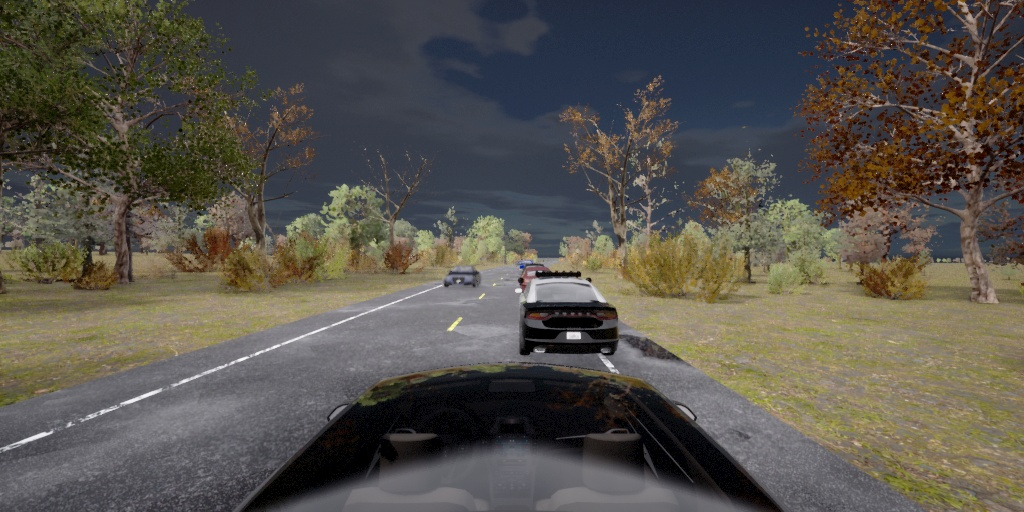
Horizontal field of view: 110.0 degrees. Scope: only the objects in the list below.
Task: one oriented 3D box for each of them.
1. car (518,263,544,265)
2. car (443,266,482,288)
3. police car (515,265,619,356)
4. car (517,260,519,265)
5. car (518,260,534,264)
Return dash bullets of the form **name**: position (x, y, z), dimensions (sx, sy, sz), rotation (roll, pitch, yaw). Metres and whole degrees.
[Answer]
- **car**: position (1.324, 1.281, 18.645), dimensions (1.812, 1.442, 4.674), rotation (0, 0, 2)
- **car**: position (-3.137, 1.323, 23.477), dimensions (1.994, 1.385, 4.181), rotation (0, 0, 2)
- **police car**: position (1.107, 1.177, 8.802), dimensions (1.930, 1.638, 5.238), rotation (0, 0, 1)
- **car**: position (2.106, 1.313, 50.363), dimensions (1.882, 1.535, 5.008), rotation (0, 0, 5)
- **car**: position (1.531, 1.266, 24.615), dimensions (1.837, 1.490, 4.892), rotation (0, 0, 2)
